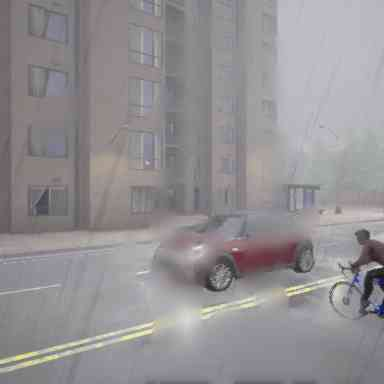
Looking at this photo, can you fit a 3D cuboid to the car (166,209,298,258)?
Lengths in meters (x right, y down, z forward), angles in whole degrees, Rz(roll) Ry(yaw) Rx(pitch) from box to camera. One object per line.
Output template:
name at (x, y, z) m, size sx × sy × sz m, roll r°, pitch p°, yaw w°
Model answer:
car at (1.779, 1.547, 13.679) m, size 5.357 × 1.411 × 2.033 m, roll 0°, pitch 0°, yaw -34°

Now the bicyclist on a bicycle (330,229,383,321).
bicyclist on a bicycle at (3.004, 1.455, 5.504) m, size 0.582 × 1.620 × 1.656 m, roll 0°, pitch -2°, yaw -35°

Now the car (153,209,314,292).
car at (1.216, 1.352, 9.043) m, size 4.553 × 1.767 × 2.097 m, roll 0°, pitch 0°, yaw -34°
